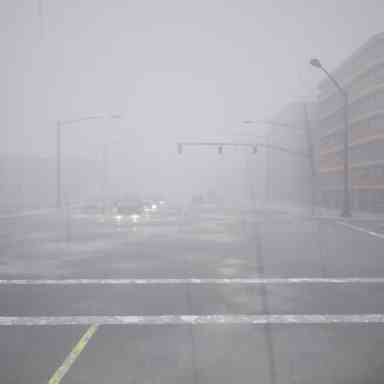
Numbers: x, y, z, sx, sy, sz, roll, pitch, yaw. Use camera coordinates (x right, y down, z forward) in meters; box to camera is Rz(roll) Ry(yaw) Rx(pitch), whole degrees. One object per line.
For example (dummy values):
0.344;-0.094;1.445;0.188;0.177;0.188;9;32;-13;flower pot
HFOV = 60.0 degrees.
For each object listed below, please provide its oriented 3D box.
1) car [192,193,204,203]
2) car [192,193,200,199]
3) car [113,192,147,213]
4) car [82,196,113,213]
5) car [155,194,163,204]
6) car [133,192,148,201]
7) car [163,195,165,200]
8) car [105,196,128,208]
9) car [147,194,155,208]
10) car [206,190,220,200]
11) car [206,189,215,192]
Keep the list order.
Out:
0.925;1.019;55.384;1.882;1.535;5.008;0;1;0;car
0.886;0.792;76.127;1.895;1.301;4.718;0;1;0;car
-6.335;1.226;34.463;2.097;1.767;4.553;0;1;0;car
-9.833;1.225;34.806;2.097;1.767;4.553;0;1;0;car
-6.276;1.080;52.627;2.128;1.511;4.902;0;1;0;car
-9.702;0.896;63.144;2.128;1.511;4.902;0;1;1;car
-6.208;1.012;62.756;1.895;1.301;4.718;0;1;1;car
-9.808;1.314;43.449;1.994;1.385;4.181;0;1;0;car
-6.309;1.277;43.346;1.812;1.442;4.674;0;1;0;car
4.457;0.919;65.884;1.994;1.385;4.181;0;1;0;car
4.387;0.425;75.867;2.150;2.045;5.566;0;1;0;car
